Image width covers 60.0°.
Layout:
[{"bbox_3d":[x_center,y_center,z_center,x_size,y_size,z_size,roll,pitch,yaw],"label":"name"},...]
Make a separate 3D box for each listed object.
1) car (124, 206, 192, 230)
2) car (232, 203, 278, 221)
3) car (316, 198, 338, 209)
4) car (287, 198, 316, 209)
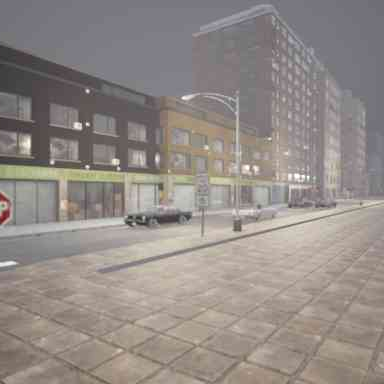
[{"bbox_3d":[-2.108,1.560,21.307,1.895,1.301,4.718,0,0,36],"label":"car"},{"bbox_3d":[5.093,1.553,26.303,1.895,1.301,4.718,0,0,36],"label":"car"},{"bbox_3d":[17.891,1.465,44.183,2.033,1.411,5.357,0,0,36],"label":"car"},{"bbox_3d":[14.371,1.460,44.165,2.033,1.411,5.357,0,0,36],"label":"car"}]
